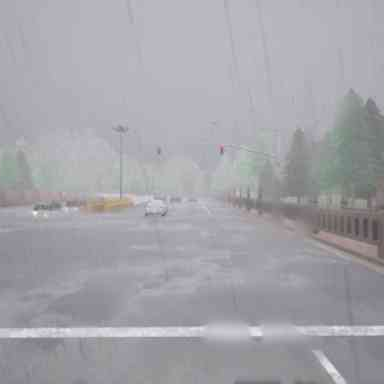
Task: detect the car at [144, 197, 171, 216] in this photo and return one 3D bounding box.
[{"bbox_3d":[-3.355,1.509,31.893,1.812,1.442,4.674,0,0,0],"label":"car"}]

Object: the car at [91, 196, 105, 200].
[{"bbox_3d":[-17.422,1.516,61.323,2.033,1.411,5.357,0,0,1],"label":"car"}]

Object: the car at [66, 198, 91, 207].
[{"bbox_3d":[-17.483,1.575,50.561,1.895,1.301,4.718,0,0,0],"label":"car"}]

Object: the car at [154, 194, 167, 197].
[{"bbox_3d":[-6.876,1.317,68.636,2.097,1.767,4.553,0,0,0],"label":"car"}]

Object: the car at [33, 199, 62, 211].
[{"bbox_3d":[-17.509,1.543,40.457,1.994,1.385,4.181,0,0,0],"label":"car"}]

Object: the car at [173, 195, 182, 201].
[{"bbox_3d":[-3.358,1.345,78.663,1.994,1.385,4.181,0,0,0],"label":"car"}]

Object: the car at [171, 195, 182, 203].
[{"bbox_3d":[-3.376,1.317,68.596,2.097,1.767,4.553,0,0,0],"label":"car"}]

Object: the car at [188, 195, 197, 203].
[{"bbox_3d":[0.123,1.512,68.237,2.033,1.411,5.357,0,0,0],"label":"car"}]

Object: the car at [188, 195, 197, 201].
[{"bbox_3d":[0.142,1.332,78.657,2.033,1.411,5.357,0,0,0],"label":"car"}]

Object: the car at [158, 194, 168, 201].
[{"bbox_3d":[-6.858,1.292,78.669,1.837,1.490,4.892,0,0,0],"label":"car"}]
